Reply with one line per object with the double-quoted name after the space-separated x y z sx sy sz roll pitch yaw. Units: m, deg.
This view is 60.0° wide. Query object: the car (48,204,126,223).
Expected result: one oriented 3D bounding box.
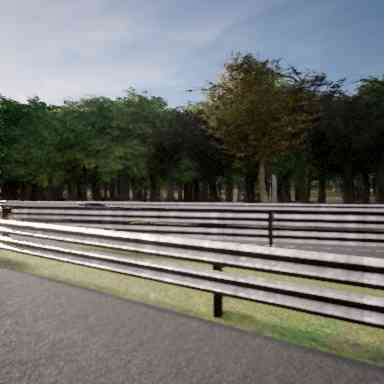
-5.598 1.346 17.703 4.181 1.385 1.994 0 0 23 "car"
